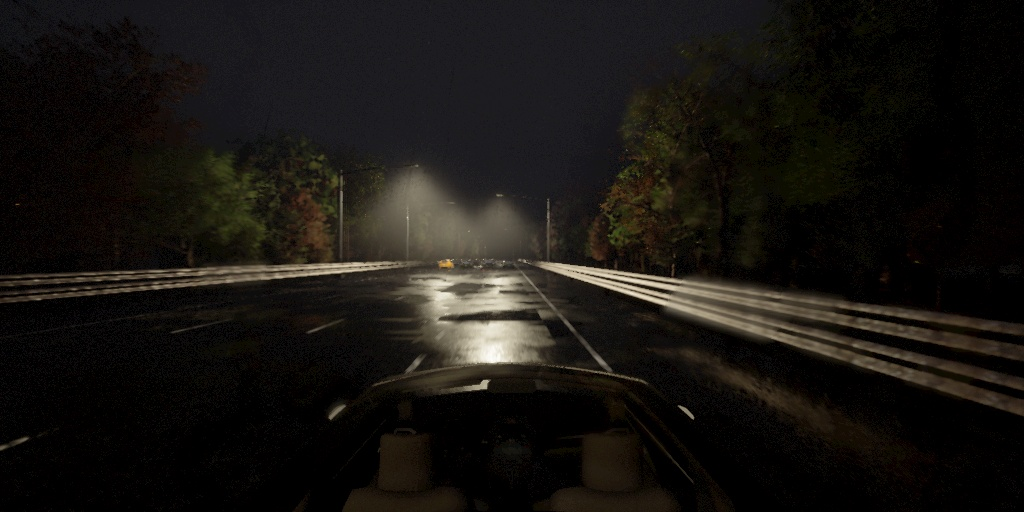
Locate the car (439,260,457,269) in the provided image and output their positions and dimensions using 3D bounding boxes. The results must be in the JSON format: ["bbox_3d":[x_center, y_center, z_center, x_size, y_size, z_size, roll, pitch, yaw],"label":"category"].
[{"bbox_3d":[-11.059,1.415,60.577,1.882,1.535,5.008,0,0,-1],"label":"car"}]

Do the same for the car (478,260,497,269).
[{"bbox_3d":[-4.060,1.460,60.643,2.128,1.511,4.902,0,0,-1],"label":"car"}]

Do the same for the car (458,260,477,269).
[{"bbox_3d":[-7.564,1.517,61.026,1.994,1.385,4.181,0,0,-1],"label":"car"}]

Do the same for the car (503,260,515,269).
[{"bbox_3d":[-0.564,1.546,61.060,1.994,1.385,4.181,0,0,-1],"label":"car"}]
